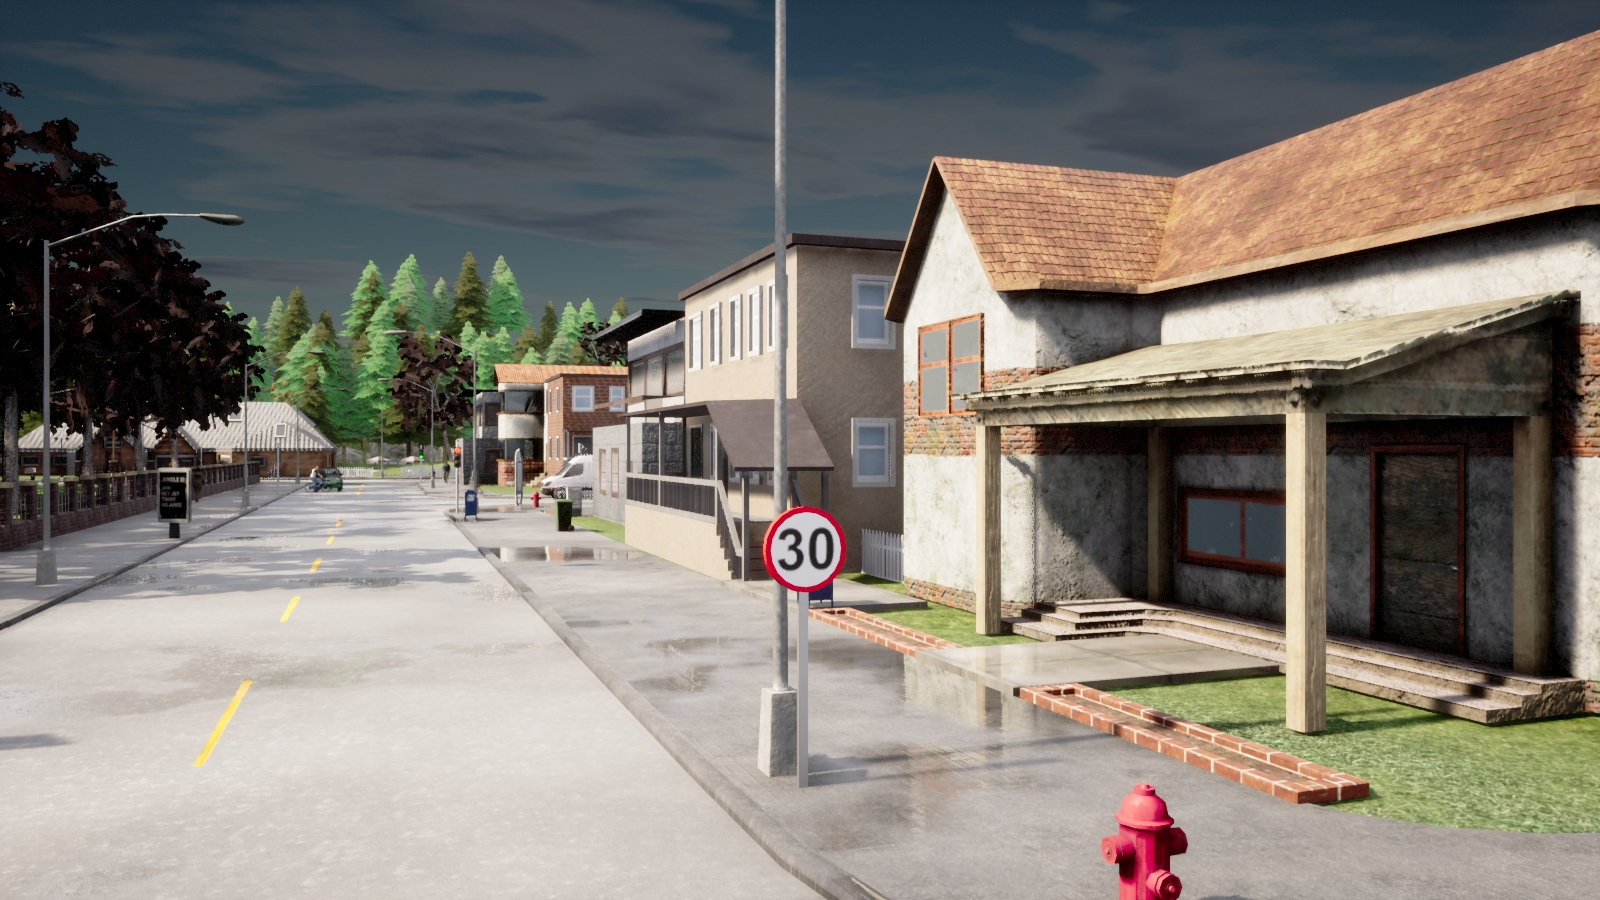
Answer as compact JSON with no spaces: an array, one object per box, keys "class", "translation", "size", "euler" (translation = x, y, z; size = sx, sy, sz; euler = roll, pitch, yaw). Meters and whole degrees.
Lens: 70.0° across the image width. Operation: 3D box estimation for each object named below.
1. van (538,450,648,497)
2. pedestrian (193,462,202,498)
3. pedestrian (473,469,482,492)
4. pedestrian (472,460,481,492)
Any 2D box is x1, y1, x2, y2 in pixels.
[{"class":"van","translation":[-11.814,1.315,65.150],"size":[5.915,2.561,1.988],"euler":[0,0,-20]},{"class":"pedestrian","translation":[-30.748,1.525,58.320],"size":[0.375,1.860,0.375],"euler":[0,0,-20]},{"class":"pedestrian","translation":[-18.926,1.797,67.018],"size":[0.375,1.300,0.375],"euler":[0,0,9]},{"class":"pedestrian","translation":[-18.808,1.516,66.367],"size":[0.375,1.860,0.375],"euler":[0,0,12]}]
